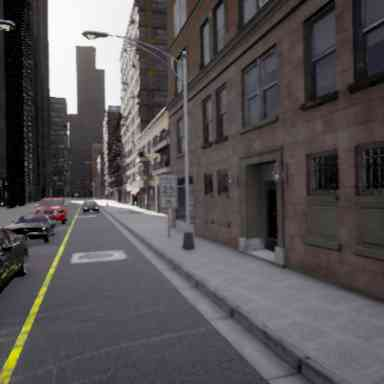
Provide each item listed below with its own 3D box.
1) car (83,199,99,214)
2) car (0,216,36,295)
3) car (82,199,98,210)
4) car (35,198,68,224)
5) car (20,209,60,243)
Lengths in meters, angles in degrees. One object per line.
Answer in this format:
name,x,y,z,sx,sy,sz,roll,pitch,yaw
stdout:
car,-12.461,1.920,41.074,1.895,1.301,4.718,-1,0,-18
car,-5.179,1.605,7.758,1.882,1.535,5.008,-1,0,-17
car,-15.489,1.863,50.513,2.128,1.511,4.902,-1,0,-18
car,-11.390,1.517,27.215,2.150,2.045,5.566,-1,0,-18
car,-8.190,1.811,17.199,1.895,1.301,4.718,-1,0,-18
